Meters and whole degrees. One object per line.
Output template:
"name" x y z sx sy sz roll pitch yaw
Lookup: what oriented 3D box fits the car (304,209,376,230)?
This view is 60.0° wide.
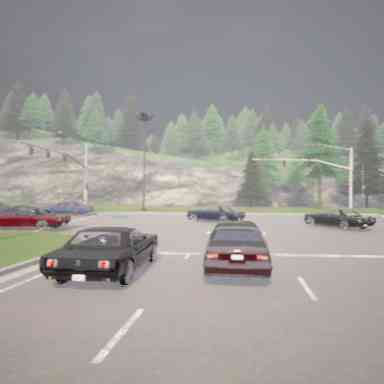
"car" 10.079 1.851 23.168 1.895 1.301 4.718 1 0 -25

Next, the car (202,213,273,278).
"car" 1.381 1.633 10.458 2.033 1.411 5.357 0 0 7

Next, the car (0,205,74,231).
"car" -10.141 1.657 20.526 4.718 1.301 1.895 0 -1 2

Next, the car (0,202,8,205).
"car" -12.264 1.623 23.499 4.181 1.385 1.994 1 0 -5

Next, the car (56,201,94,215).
"car" -12.959 1.677 34.504 5.357 1.411 2.033 1 0 -7

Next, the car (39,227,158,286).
"car" -2.292 1.649 9.628 1.895 1.301 4.718 0 0 6

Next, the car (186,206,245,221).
"car" 1.857 1.808 27.260 4.718 1.301 1.895 0 -1 35
